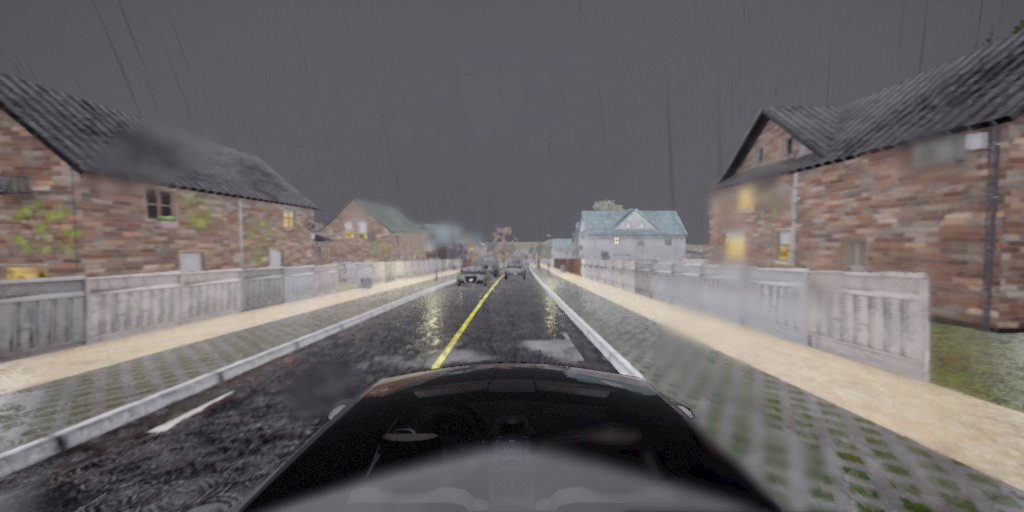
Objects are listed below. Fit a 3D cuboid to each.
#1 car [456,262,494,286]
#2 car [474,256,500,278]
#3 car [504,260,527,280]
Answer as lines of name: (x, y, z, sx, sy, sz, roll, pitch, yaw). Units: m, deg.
car: (-2.573, 1.329, 24.766, 1.994, 1.385, 4.181, 0, 0, 1)
car: (-2.381, 0.991, 34.983, 2.150, 2.045, 5.566, 0, 0, 1)
car: (0.321, 1.258, 31.961, 2.128, 1.511, 4.902, 0, 0, 2)
